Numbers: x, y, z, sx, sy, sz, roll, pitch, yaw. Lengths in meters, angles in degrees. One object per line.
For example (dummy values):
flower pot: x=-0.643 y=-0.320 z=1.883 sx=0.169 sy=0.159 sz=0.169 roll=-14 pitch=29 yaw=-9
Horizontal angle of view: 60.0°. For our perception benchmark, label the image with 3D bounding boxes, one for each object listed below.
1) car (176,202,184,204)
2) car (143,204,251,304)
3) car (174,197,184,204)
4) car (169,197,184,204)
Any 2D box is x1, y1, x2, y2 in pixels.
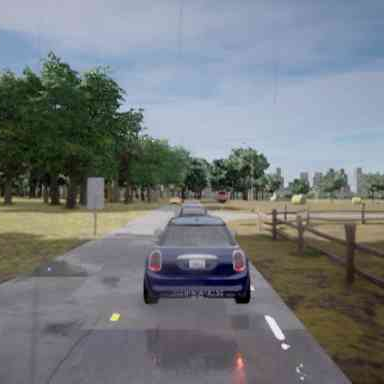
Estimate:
car: x=0.093 y=1.509 z=18.138 sx=1.837 sy=1.490 sz=4.892 roll=0 pitch=0 yaw=0
car: x=0.093 y=1.350 z=8.302 sx=2.097 sy=1.767 sz=4.553 roll=0 pitch=0 yaw=0
car: x=-2.775 y=1.804 z=72.601 sx=1.994 sy=1.385 sz=4.181 roll=0 pitch=0 yaw=0
car: x=-2.843 y=1.612 z=56.797 sx=1.882 sy=1.535 sz=5.008 roll=0 pitch=0 yaw=0
